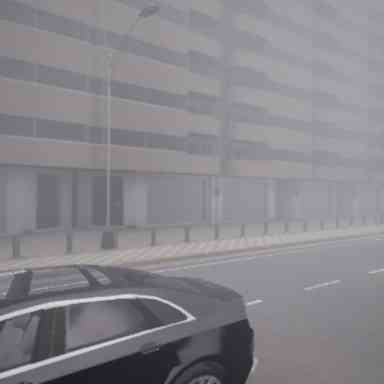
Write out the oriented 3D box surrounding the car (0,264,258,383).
[{"bbox_3d":[-1.596,1.494,2.817,4.902,1.511,2.128,1,0,-36],"label":"car"}]
